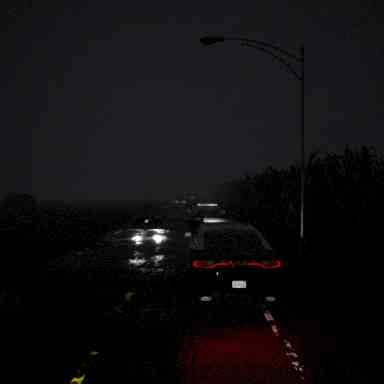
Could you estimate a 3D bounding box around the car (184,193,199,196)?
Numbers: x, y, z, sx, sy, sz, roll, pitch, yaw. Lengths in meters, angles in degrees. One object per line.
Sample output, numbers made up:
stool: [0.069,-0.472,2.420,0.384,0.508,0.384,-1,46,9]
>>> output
car: [0.079,1.134,60.043,2.150,2.045,5.566,0,0,0]

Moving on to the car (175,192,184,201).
car: [-2.646,1.067,78.330,2.150,2.045,5.566,0,0,0]

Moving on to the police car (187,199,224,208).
police car: [0.849,1.415,18.444,1.930,1.638,5.238,0,0,0]

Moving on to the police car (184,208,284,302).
police car: [0.835,1.423,8.445,1.930,1.638,5.238,0,0,0]

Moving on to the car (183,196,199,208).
car: [0.106,1.550,46.078,1.895,1.301,4.718,0,0,1]

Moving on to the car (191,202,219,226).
car: [0.856,1.509,24.334,1.812,1.442,4.674,0,0,0]

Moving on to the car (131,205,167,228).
car: [-2.721,1.550,21.923,1.994,1.385,4.181,0,0,0]
